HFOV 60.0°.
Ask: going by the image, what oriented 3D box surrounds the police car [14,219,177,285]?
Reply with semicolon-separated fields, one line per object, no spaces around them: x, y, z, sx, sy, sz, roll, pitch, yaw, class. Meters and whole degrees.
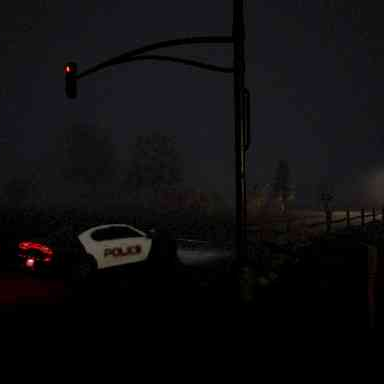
-2.489;1.624;10.141;2.038;1.542;4.974;-1;-2;40;police car
